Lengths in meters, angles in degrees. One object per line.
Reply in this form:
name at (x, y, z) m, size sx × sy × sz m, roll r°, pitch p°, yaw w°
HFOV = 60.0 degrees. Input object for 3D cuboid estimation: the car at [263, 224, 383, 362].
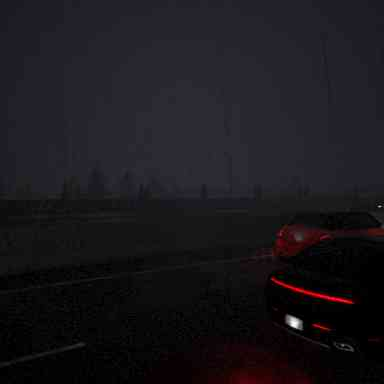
car at (3.435, 1.499, 5.721) m, size 4.892 × 1.490 × 1.837 m, roll 0°, pitch 0°, yaw -31°

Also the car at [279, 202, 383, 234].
car at (4.911, 1.339, 10.567) m, size 4.553 × 1.767 × 2.097 m, roll 0°, pitch 0°, yaw -29°

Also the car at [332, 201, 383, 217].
car at (15.550, 1.569, 30.653) m, size 4.718 × 1.301 × 1.895 m, roll 0°, pitch 0°, yaw -18°
